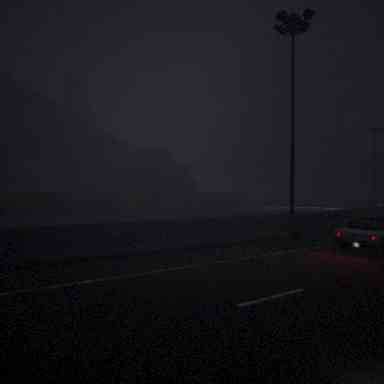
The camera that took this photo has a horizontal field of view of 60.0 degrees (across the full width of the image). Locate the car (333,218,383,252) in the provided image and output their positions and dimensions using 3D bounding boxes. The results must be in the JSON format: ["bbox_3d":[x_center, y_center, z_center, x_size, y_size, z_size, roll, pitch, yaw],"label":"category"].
[{"bbox_3d":[7.975,1.738,14.057,4.718,1.301,1.895,1,0,-39],"label":"car"}]

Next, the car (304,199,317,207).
[{"bbox_3d":[21.542,2.007,60.897,1.837,1.490,4.892,1,0,14],"label":"car"}]

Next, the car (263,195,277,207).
[{"bbox_3d":[14.208,1.645,60.501,2.150,2.045,5.566,1,0,16],"label":"car"}]

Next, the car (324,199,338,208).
[{"bbox_3d":[24.799,2.006,59.601,2.128,1.511,4.902,0,0,15],"label":"car"}]

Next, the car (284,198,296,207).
[{"bbox_3d":[17.698,1.815,60.164,2.097,1.767,4.553,0,0,15],"label":"car"}]
